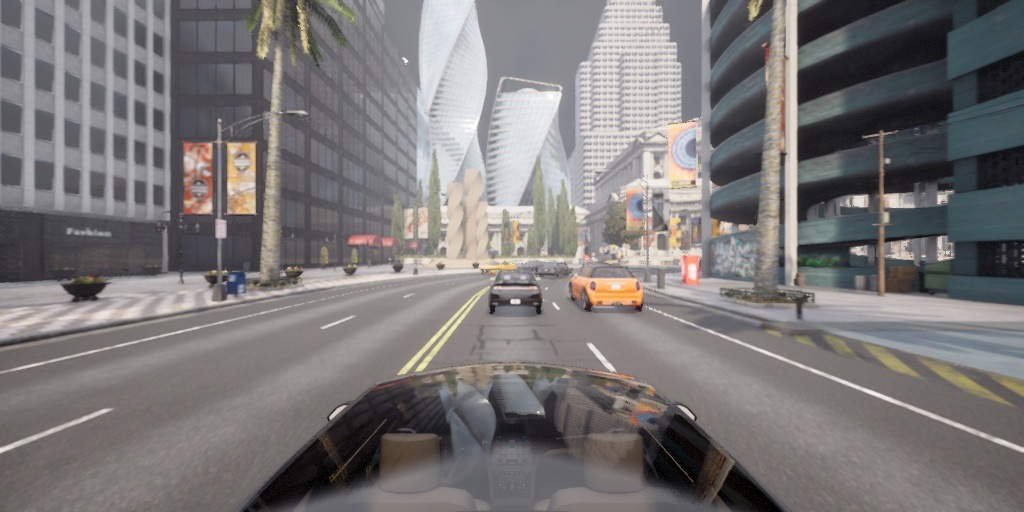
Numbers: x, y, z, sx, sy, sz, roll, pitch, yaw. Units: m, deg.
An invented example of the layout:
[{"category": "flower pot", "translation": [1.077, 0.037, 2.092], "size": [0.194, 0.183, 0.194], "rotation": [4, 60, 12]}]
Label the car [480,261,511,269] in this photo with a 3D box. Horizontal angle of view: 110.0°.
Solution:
[{"category": "car", "translation": [-1.476, 1.230, 38.002], "size": [1.882, 1.535, 5.008], "rotation": [0, 0, 30]}]

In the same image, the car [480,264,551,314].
[{"category": "car", "translation": [0.132, 1.242, 13.869], "size": [2.128, 1.511, 4.902], "rotation": [0, 0, 0]}]

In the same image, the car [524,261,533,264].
[{"category": "car", "translation": [2.237, 1.230, 37.541], "size": [1.882, 1.535, 5.008], "rotation": [0, 0, 31]}]

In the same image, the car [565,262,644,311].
[{"category": "car", "translation": [3.636, 1.103, 14.601], "size": [2.097, 1.767, 4.553], "rotation": [0, 0, 0]}]

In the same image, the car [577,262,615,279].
[{"category": "car", "translation": [7.913, 1.299, 33.409], "size": [2.033, 1.411, 5.357], "rotation": [0, 0, 29]}]

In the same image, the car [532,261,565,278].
[{"category": "car", "translation": [4.102, 1.299, 33.587], "size": [2.033, 1.411, 5.357], "rotation": [0, 0, 27]}]

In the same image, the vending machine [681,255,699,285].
[{"category": "vending machine", "translation": [11.753, 0.946, 23.659], "size": [1.100, 2.100, 0.880], "rotation": [0, 0, 15]}]
